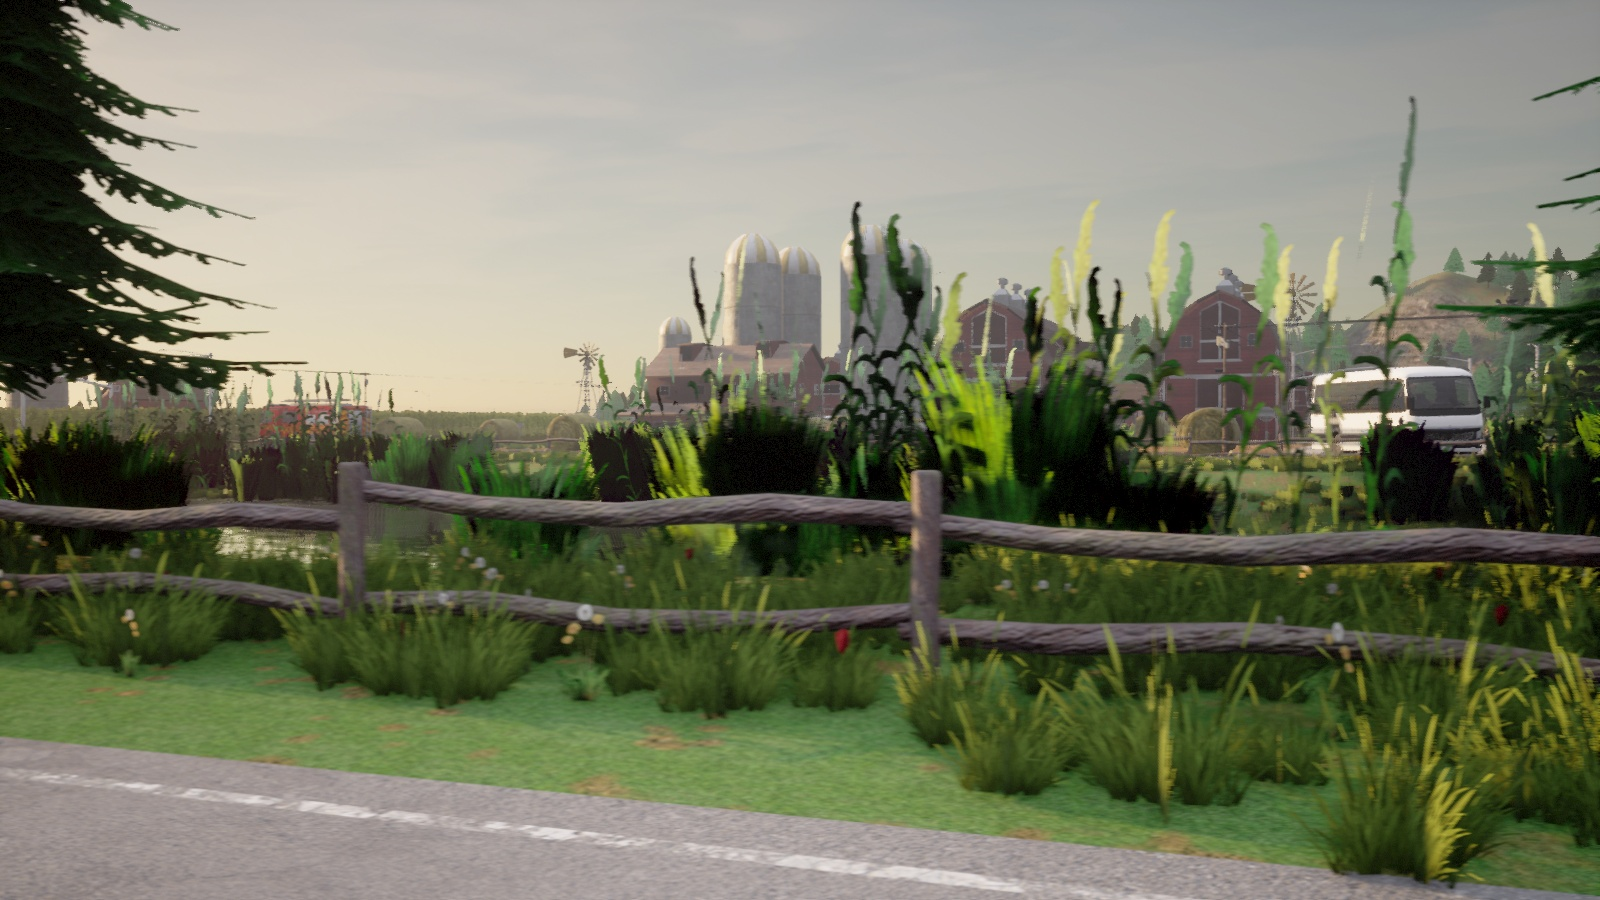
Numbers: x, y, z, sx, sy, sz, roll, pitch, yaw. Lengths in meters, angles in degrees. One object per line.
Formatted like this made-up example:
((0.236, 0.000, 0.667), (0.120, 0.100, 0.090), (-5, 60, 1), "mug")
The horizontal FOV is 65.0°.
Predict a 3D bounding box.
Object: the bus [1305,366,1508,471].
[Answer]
((27.054, -1.378, 56.876), (3.944, 4.253, 10.273), (-1, 1, -2), "bus")

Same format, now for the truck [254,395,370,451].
((-34.875, -1.940, 89.695), (8.468, 3.827, 2.891), (1, 1, 28), "truck")

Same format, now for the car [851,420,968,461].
((5.615, -0.499, 64.398), (5.566, 2.045, 2.150), (1, 1, 28), "car")
